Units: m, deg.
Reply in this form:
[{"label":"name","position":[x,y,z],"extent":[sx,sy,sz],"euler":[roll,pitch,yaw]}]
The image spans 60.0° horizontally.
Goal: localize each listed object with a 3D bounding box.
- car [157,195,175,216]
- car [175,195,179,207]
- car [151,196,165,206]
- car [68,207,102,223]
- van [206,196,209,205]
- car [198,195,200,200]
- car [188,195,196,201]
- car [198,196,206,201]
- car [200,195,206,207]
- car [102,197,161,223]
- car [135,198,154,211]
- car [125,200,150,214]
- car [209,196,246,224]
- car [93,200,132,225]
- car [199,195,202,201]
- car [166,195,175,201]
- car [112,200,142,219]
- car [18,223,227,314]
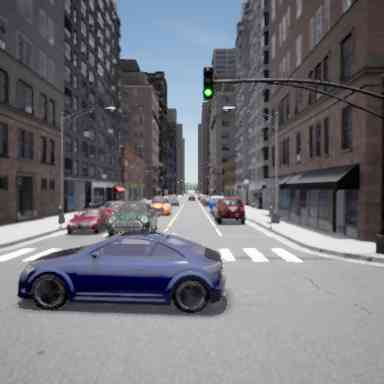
[{"label":"car","position":[-3.109,1.356,32.307],"extent":[2.097,1.767,4.553],"euler":[0,0,0]},{"label":"car","position":[-3.039,1.600,52.656],"extent":[1.994,1.385,4.181],"euler":[0,0,0]},{"label":"car","position":[-5.800,1.485,57.737],"extent":[1.967,1.590,4.097],"euler":[-1,0,0]},{"label":"car","position":[-5.780,1.574,19.201],"extent":[1.802,1.307,4.206],"euler":[-1,0,0]},{"label":"van","position":[2.734,1.351,35.720],"extent":[1.690,1.788,3.998],"euler":[-1,0,0]},{"label":"car","position":[2.720,1.507,68.751],"extent":[1.967,1.590,4.097],"euler":[-1,0,0]},{"label":"car","position":[-0.039,1.626,86.843],"extent":[1.812,1.442,4.674],"euler":[0,0,0]},{"label":"car","position":[2.712,1.682,90.771],"extent":[1.947,1.339,4.313],"euler":[-1,0,0]},{"label":"car","position":[2.729,1.586,52.235],"extent":[2.008,1.369,4.403],"euler":[-1,0,0]},{"label":"car","position":[-3.107,1.346,18.121],"extent":[2.097,1.767,4.553],"euler":[0,0,0]},{"label":"car","position":[-5.791,1.542,41.052],"extent":[1.752,1.417,4.829],"euler":[-1,0,0]},{"label":"car","position":[-5.788,1.575,35.715],"extent":[1.947,1.339,4.313],"euler":[-1,0,0]},{"label":"car","position":[2.739,1.313,24.711],"extent":[2.192,1.841,5.009],"euler":[-1,0,0]},{"label":"car","position":[-5.785,1.437,24.707],"extent":[1.967,1.590,4.097],"euler":[-1,0,0]},{"label":"car","position":[2.727,1.590,57.740],"extent":[1.887,1.381,4.507],"euler":[-1,0,0]},{"label":"car","position":[-5.815,1.555,90.767],"extent":[1.967,1.590,4.097],"euler":[-1,0,0]},{"label":"car","position":[-5.786,1.528,30.041],"extent":[1.752,1.417,4.829],"euler":[-1,0,0]},{"label":"car","position":[-1.354,1.535,7.085],"extent":[4.181,1.385,1.994],"euler":[0,1,4]}]
